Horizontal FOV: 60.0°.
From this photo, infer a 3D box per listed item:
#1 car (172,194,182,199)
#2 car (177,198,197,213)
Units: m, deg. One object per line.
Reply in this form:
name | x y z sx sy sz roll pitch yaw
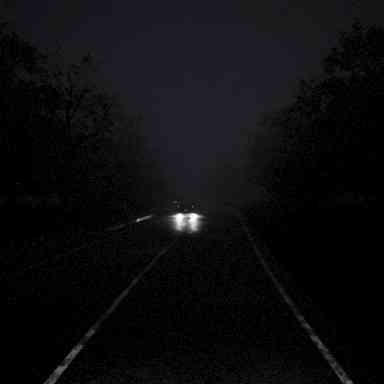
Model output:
car | -3.513 1.184 78.225 2.097 1.767 4.553 1 0 -12
car | -0.502 1.599 36.622 1.895 1.301 4.718 0 0 4
